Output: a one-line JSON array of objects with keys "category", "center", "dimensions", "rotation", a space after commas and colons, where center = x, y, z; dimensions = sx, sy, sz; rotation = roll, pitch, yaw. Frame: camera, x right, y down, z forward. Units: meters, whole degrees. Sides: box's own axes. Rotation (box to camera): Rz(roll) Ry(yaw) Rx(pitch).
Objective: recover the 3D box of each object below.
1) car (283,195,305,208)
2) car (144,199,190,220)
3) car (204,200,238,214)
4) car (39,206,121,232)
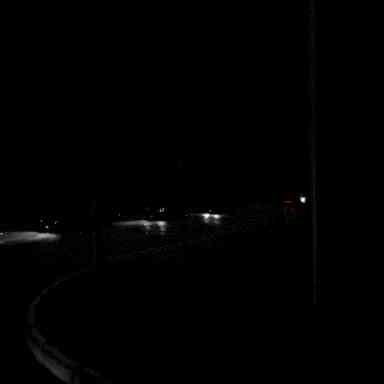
[{"category": "car", "center": [14.904, 1.580, 49.224], "dimensions": [2.128, 1.511, 4.902], "rotation": [0, 0, 32]}, {"category": "car", "center": [-2.128, 1.452, 29.144], "dimensions": [2.097, 1.767, 4.553], "rotation": [0, 0, 32]}, {"category": "car", "center": [3.396, 1.651, 37.886], "dimensions": [2.033, 1.411, 5.357], "rotation": [0, 0, 33]}, {"category": "car", "center": [-6.970, 1.644, 21.464], "dimensions": [2.033, 1.411, 5.357], "rotation": [0, 0, 32]}]
